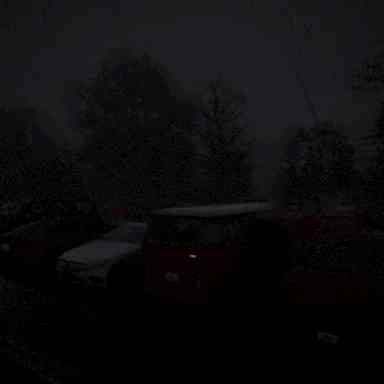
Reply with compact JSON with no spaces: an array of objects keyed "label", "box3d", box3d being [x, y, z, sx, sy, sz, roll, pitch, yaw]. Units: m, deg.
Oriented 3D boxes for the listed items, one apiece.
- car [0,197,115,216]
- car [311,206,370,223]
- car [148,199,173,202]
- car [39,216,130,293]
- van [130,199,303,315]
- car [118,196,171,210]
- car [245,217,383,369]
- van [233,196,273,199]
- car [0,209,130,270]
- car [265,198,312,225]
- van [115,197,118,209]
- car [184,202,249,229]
[{"label":"car","box3d":[-5.968,1.281,12.484,2.435,2.045,5.566,0,0,36]},{"label":"car","box3d":[8.478,1.500,18.271,2.097,1.535,5.008,0,0,36]},{"label":"car","box3d":[-0.541,1.541,24.488,1.946,1.575,5.366,0,0,36]},{"label":"car","box3d":[-1.430,1.550,9.283,2.002,1.452,4.674,0,0,36]},{"label":"van","box3d":[0.895,1.274,7.763,1.878,1.987,4.442,0,0,36]},{"label":"car","box3d":[-2.672,1.310,26.270,2.435,2.045,5.566,-1,0,36]},{"label":"car","box3d":[3.091,1.489,6.059,2.097,1.535,5.008,0,0,36]},{"label":"van","box3d":[4.141,1.295,21.516,1.878,1.987,4.442,0,0,36]},{"label":"car","box3d":[-3.674,1.551,10.917,2.163,1.488,4.792,0,0,36]},{"label":"car","box3d":[6.309,1.385,19.786,2.185,1.767,4.553,0,0,36]},{"label":"van","box3d":[-4.974,1.363,28.023,1.878,1.987,4.442,-1,0,36]},{"label":"car","box3d":[1.815,1.533,23.025,2.231,1.521,4.892,0,0,36]}]
